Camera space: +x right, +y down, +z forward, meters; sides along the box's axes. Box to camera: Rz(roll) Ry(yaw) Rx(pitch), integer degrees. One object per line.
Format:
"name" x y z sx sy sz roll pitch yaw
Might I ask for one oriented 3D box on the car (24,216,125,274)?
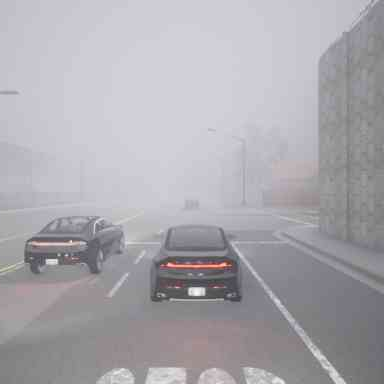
"car" -3.428 1.492 10.546 2.128 1.511 4.902 0 0 0

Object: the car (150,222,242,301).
"car" 0.079 1.505 8.277 1.837 1.490 4.892 0 0 0

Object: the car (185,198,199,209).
"car" -0.016 1.491 44.229 2.128 1.511 4.902 0 0 0
